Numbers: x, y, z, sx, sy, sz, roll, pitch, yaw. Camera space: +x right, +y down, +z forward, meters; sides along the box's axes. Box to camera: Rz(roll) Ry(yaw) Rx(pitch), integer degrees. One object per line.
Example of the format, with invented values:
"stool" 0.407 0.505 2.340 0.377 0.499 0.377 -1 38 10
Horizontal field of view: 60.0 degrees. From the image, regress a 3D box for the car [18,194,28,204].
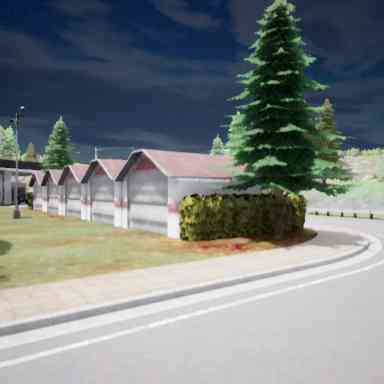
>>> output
"car" -31.503 1.303 61.894 1.905 1.878 3.866 0 0 -36
